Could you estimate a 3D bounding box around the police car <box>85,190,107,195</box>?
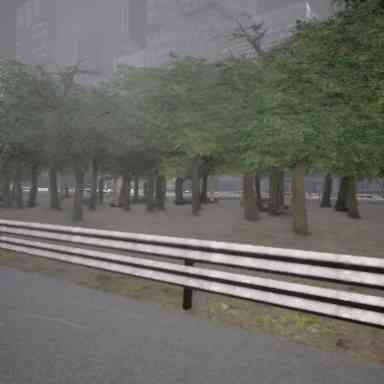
[{"bbox_3d":[-21.674,-0.202,75.148,4.974,1.542,2.038,1,1,10],"label":"police car"}]
